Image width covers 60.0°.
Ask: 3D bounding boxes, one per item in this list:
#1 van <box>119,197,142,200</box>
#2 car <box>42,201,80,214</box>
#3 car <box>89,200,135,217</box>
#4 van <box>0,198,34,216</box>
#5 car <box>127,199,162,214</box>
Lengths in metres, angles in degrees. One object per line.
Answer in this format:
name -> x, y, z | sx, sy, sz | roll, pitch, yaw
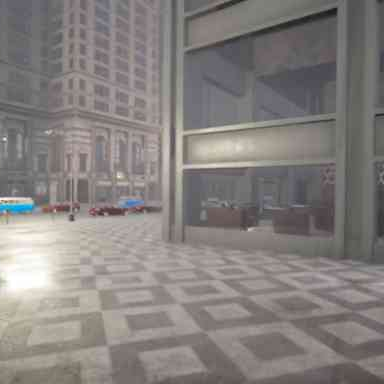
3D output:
van -> -8.989, 1.576, 48.138 | 1.690, 1.788, 3.998 | 1, 0, 35
car -> -15.373, 1.738, 39.119 | 1.887, 1.381, 4.507 | 1, 0, 35
car -> -8.399, 1.838, 34.164 | 1.887, 1.381, 4.507 | 1, 0, 35
van -> -18.562, 1.514, 34.608 | 1.690, 1.788, 3.998 | 1, 0, 35
car -> -5.210, 1.859, 38.676 | 1.887, 1.381, 4.507 | 1, 0, 35
